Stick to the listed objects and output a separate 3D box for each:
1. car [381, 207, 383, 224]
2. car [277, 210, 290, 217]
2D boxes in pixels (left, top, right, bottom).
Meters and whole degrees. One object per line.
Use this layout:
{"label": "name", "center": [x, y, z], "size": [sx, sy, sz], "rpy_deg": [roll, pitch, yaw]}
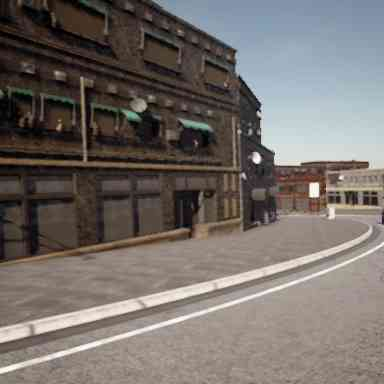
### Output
{"label": "car", "center": [17.575, 1.796, 28.104], "size": [2.150, 2.045, 5.566], "rpy_deg": [-1, -2, 21]}
{"label": "car", "center": [18.230, 4.428, 69.643], "size": [2.033, 1.411, 5.357], "rpy_deg": [-2, -3, -18]}
